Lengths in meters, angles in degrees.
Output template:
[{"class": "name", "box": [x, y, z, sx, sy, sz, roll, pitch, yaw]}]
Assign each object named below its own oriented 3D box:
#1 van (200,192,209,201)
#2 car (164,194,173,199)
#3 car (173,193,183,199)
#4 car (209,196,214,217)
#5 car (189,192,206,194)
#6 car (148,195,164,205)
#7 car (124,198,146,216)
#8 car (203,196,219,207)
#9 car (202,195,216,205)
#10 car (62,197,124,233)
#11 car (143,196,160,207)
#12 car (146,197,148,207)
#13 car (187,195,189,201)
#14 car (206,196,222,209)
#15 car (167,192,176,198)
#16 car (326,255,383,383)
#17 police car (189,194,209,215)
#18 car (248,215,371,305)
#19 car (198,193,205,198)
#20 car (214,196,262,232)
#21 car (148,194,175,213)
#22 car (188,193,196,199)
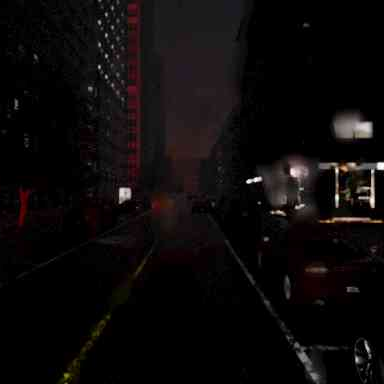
[{"class": "van", "box": [2.690, 0.940, 70.069, 1.690, 1.788, 3.998, 1, 0, 0]}, {"class": "car", "box": [-5.695, 1.109, 81.418, 1.802, 1.307, 4.206, 1, 0, 0]}, {"class": "car", "box": [-3.014, 0.821, 75.906, 2.033, 1.411, 5.357, 0, 0, 0]}, {"class": "car", "box": [2.698, 1.183, 24.816, 2.192, 1.841, 5.009, 1, 0, 0]}, {"class": "car", "box": [0.807, 1.194, 47.572, 1.801, 1.575, 5.366, 0, 0, 0]}, {"class": "car", "box": [-5.691, 1.270, 53.133, 1.947, 1.339, 4.313, 1, 0, 0]}, {"class": "car", "box": [-5.686, 1.382, 30.506, 1.887, 1.381, 4.507, 1, 0, 0]}, {"class": "car", "box": [2.691, 1.305, 47.444, 1.947, 1.339, 4.313, 1, 0, 0]}, {"class": "car", "box": [2.690, 1.255, 53.101, 2.008, 1.369, 4.403, 1, 0, 0]}, {"class": "car", "box": [-5.682, 1.214, 19.191, 2.192, 1.841, 5.009, 1, 0, 0]}, {"class": "car", "box": [-5.689, 1.284, 47.476, 1.887, 1.381, 4.507, 1, 0, 0]}, {"class": "car", "box": [-5.689, 1.355, 41.819, 1.802, 1.307, 4.206, 1, 0, 0]}, {"class": "car", "box": [-0.013, 1.094, 67.976, 1.882, 1.535, 5.008, 0, 0, 0]}, {"class": "car", "box": [2.692, 1.297, 41.957, 1.752, 1.417, 4.829, 1, 0, 0]}, {"class": "car", "box": [-5.695, 0.893, 92.730, 1.967, 1.590, 4.097, 1, 0, 0]}, {"class": "car", "box": [2.766, 1.555, 2.193, 1.947, 1.339, 4.313, 1, 0, 0]}, {"class": "police car", "box": [0.894, 1.257, 31.493, 1.930, 1.638, 5.238, 0, 0, 0]}, {"class": "car", "box": [2.721, 1.504, 7.849, 1.887, 1.381, 4.507, 1, 0, 0]}, {"class": "car", "box": [2.683, 1.035, 92.696, 1.802, 1.307, 4.206, 1, 0, 0]}, {"class": "car", "box": [2.699, 1.214, 19.159, 2.192, 1.841, 5.009, 1, 0, 0]}, {"class": "car", "box": [-3.104, 1.288, 35.148, 1.882, 1.535, 5.008, 0, 0, 0]}, {"class": "car", "box": [-0.015, 0.951, 83.008, 1.895, 1.301, 4.718, 0, 0, 0]}]
